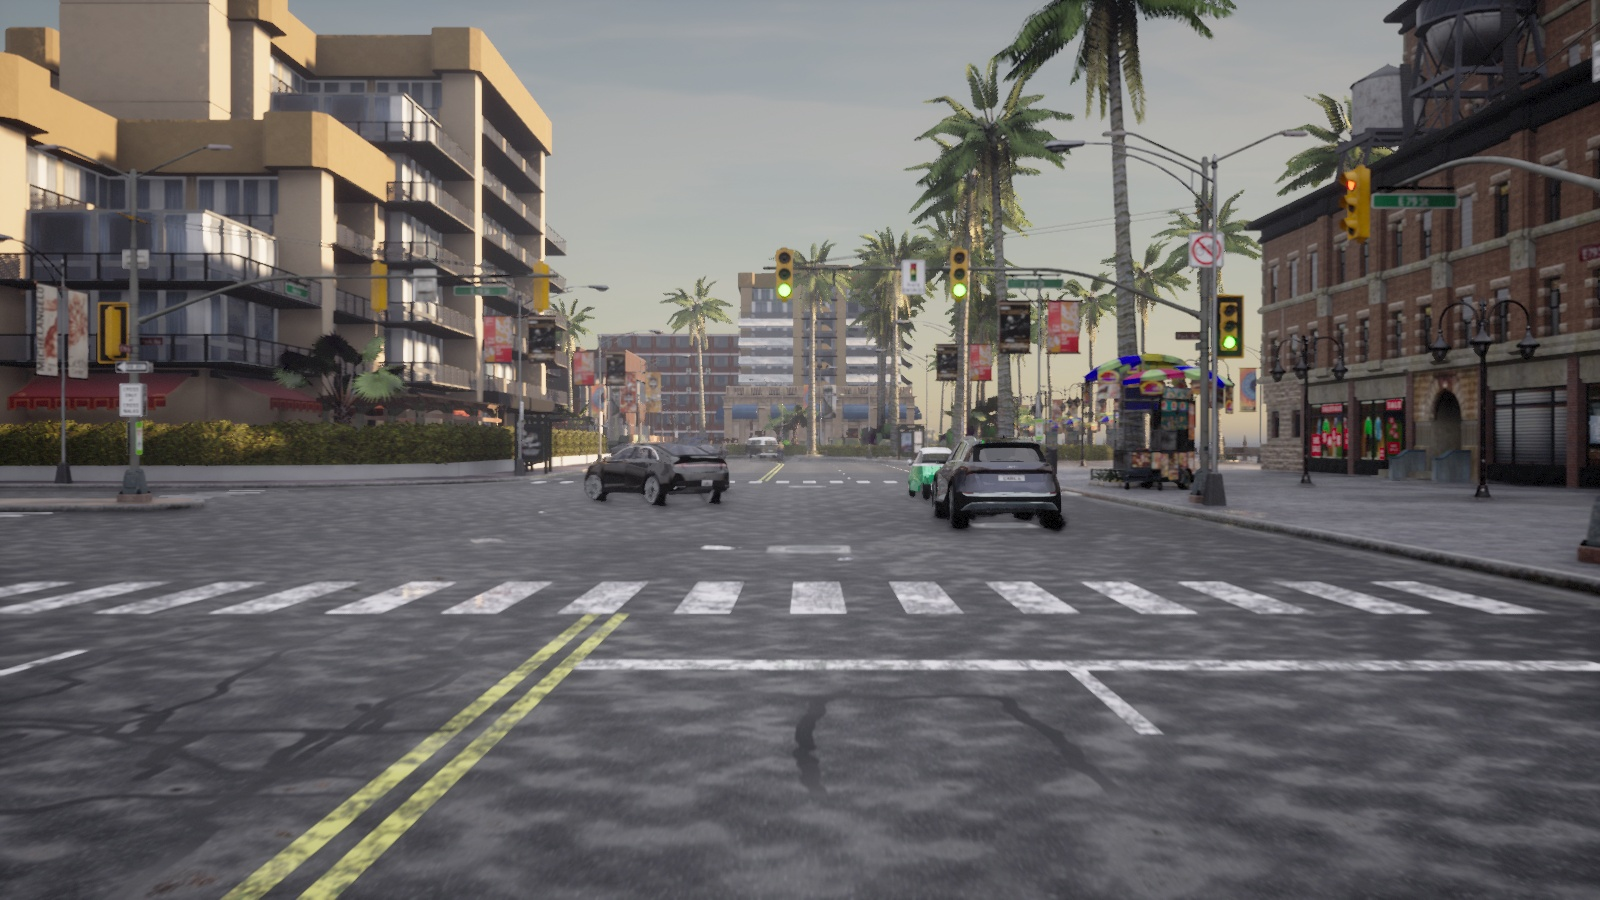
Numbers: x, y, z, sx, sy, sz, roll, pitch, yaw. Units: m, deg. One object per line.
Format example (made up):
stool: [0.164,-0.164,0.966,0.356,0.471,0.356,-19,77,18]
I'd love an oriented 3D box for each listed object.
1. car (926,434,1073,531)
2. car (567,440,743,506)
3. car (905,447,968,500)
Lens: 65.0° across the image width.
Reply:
car: [3.649,0.545,23.827,2.033,1.649,4.856,0,0,0]
car: [-3.741,0.522,31.602,2.128,1.511,4.902,0,0,-38]
car: [3.708,0.611,34.289,1.481,1.376,2.207,0,1,0]
